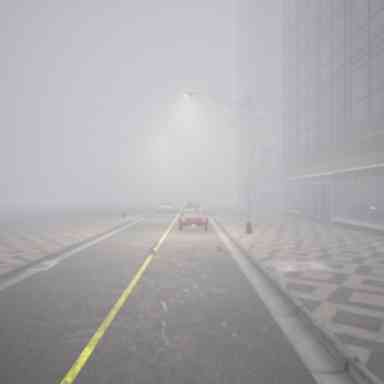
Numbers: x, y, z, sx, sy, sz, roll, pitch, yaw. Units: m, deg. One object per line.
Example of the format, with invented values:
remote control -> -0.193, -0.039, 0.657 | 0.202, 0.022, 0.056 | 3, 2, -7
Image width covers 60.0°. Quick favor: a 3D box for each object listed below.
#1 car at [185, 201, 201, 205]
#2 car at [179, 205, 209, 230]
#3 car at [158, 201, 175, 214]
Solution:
car -> 0.092, 1.847, 42.213 | 2.128, 1.511, 4.902 | 0, -1, 0
car -> 0.097, 1.799, 22.815 | 1.895, 1.301, 4.718 | 0, 0, 0
car -> -3.097, 1.872, 40.911 | 1.812, 1.442, 4.674 | 0, 0, 0
